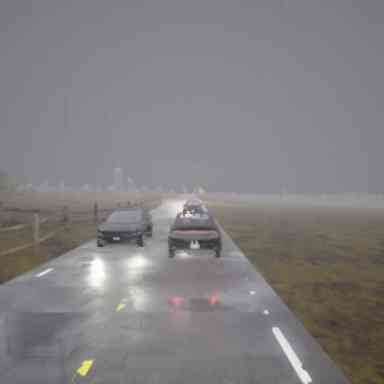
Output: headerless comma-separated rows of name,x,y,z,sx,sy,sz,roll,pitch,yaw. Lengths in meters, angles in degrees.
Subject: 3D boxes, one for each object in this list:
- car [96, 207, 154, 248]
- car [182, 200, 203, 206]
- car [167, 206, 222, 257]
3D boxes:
car,-2.858,1.486,15.081,1.882,1.535,5.008,0,0,0
car,0.079,1.495,31.031,1.812,1.442,4.674,0,0,0
car,0.090,1.501,12.974,2.128,1.511,4.902,0,0,0
